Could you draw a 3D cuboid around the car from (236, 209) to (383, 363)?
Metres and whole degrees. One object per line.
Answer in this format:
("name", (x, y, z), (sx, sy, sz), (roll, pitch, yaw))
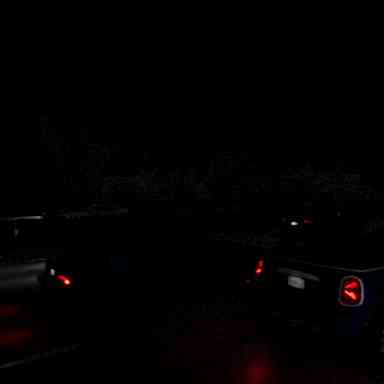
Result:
("car", (3.241, 1.316, 6.058), (4.553, 1.767, 2.097), (0, 0, -35))

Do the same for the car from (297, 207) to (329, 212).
("car", (6.463, 1.474, 16.954), (4.181, 1.385, 1.994), (0, 0, -36))

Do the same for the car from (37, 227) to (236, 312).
("car", (-0.554, 1.524, 7.643), (5.357, 1.411, 2.033), (0, 0, -35))

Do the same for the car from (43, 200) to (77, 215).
("car", (-10.744, 1.495, 30.719), (5.357, 1.411, 2.033), (0, 0, -35))

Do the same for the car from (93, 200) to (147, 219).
("car", (-6.376, 1.494, 29.535), (4.181, 1.385, 1.994), (0, 0, -35))

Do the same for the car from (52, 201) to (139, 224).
("car", (-6.056, 1.483, 21.166), (4.674, 1.442, 1.812), (0, 0, -35))

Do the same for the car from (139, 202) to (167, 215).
("car", (-4.632, 1.479, 26.480), (5.357, 1.411, 2.033), (0, 0, -35))
